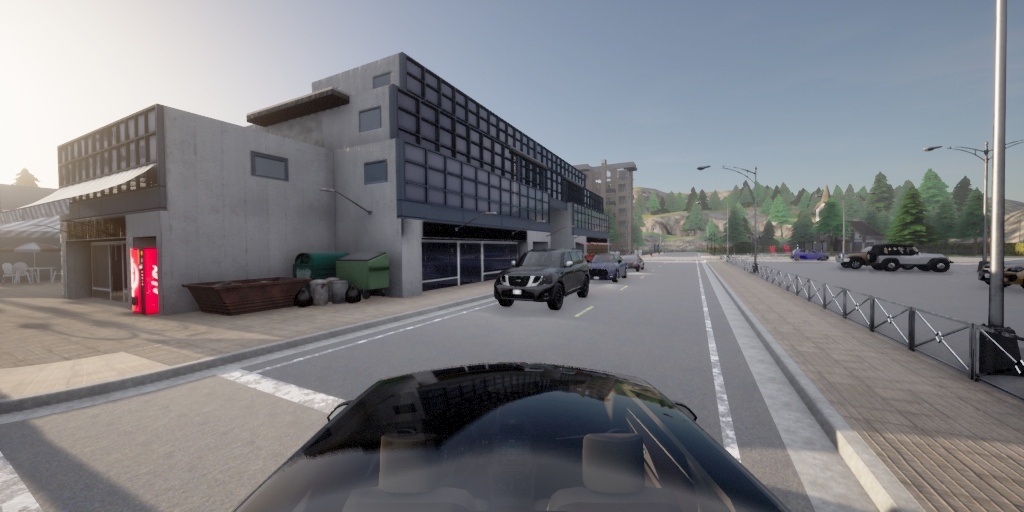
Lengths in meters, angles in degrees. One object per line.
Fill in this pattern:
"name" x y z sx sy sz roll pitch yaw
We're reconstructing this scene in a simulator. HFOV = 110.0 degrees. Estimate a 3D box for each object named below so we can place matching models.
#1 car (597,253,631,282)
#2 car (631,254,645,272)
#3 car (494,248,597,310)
"car" 5.870 0.627 22.615 2.097 1.767 4.553 0 1 27
"car" 10.516 0.559 31.732 1.812 1.442 4.674 0 1 27
"car" 1.408 0.730 13.849 2.150 2.045 5.566 0 1 27
